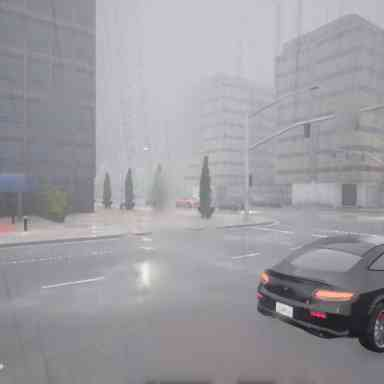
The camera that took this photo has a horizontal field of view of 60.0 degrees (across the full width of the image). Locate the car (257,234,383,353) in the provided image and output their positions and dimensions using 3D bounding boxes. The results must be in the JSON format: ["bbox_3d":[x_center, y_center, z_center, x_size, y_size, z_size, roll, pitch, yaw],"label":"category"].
[{"bbox_3d":[3.210,1.526,6.110,4.674,1.442,1.812,0,0,-35],"label":"car"}]

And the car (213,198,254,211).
[{"bbox_3d":[4.916,1.564,39.870,1.994,1.385,4.181,0,0,-35],"label":"car"}]

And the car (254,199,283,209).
[{"bbox_3d":[9.915,1.601,45.277,1.895,1.301,4.718,0,0,-35],"label":"car"}]

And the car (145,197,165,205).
[{"bbox_3d":[-6.161,1.564,55.686,1.994,1.385,4.181,0,0,-35],"label":"car"}]

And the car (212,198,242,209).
[{"bbox_3d":[4.824,1.564,46.440,1.994,1.385,4.181,0,0,-35],"label":"car"}]

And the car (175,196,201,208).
[{"bbox_3d":[-0.467,1.352,47.548,2.097,1.767,4.553,0,0,-35],"label":"car"}]
